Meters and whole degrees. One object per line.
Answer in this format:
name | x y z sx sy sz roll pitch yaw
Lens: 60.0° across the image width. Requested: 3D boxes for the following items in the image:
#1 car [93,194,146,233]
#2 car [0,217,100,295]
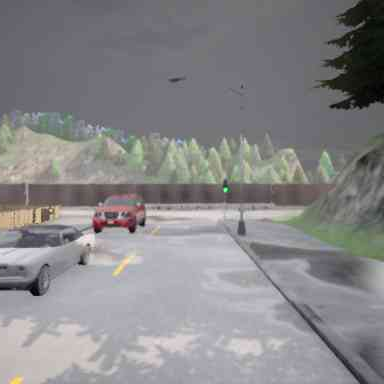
car | -4.065 1.168 19.593 2.150 2.045 5.566 0 0 1
car | -4.104 1.578 8.754 1.895 1.301 4.718 0 0 0
